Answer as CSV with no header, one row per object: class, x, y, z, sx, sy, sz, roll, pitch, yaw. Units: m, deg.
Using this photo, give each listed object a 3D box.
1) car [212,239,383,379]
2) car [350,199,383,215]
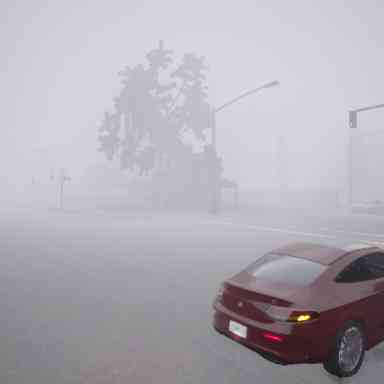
car,2.440,1.524,5.480,4.674,1.442,1.812,0,0,-35
car,18.101,1.492,33.912,4.674,1.442,1.812,0,0,-35
